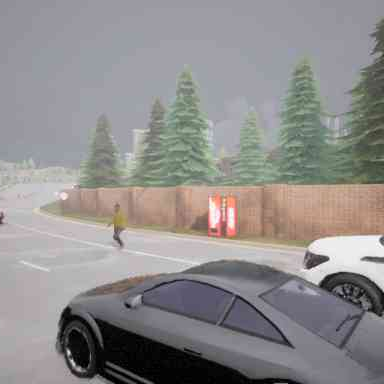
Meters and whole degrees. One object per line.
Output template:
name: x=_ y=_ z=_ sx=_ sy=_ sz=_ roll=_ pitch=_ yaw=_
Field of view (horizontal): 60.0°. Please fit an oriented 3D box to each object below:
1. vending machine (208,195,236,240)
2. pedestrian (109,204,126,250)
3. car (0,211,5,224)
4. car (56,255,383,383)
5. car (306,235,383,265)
vending machine: x=1.475 y=1.195 z=16.327 sx=0.880 sy=2.100 sz=1.100 roll=0 pitch=0 yaw=42
pedestrian: x=-2.802 y=1.294 z=12.675 sx=0.375 sy=1.860 sz=0.375 roll=0 pitch=0 yaw=42
car: x=-14.903 y=1.601 z=23.930 sx=1.895 sy=1.301 sz=4.718 roll=0 pitch=0 yaw=-38
car: x=0.213 y=1.564 z=4.048 sx=4.181 sy=1.385 sz=1.994 roll=0 pitch=0 yaw=37
car: x=4.538 y=1.222 z=5.128 sx=5.566 sy=2.045 sz=2.150 roll=0 pitch=0 yaw=35
